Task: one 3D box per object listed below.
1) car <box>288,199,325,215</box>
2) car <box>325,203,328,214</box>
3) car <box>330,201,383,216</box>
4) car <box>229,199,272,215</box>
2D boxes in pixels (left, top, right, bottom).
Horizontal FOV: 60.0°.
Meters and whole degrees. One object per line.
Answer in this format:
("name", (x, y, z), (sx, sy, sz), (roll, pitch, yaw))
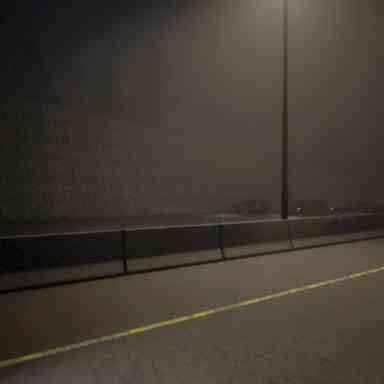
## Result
("car", (11.405, 1.470, 32.782), (4.892, 1.490, 1.837), (1, 0, -34))
("car", (14.910, 1.583, 30.907), (4.718, 1.301, 1.895), (0, 0, -34))
("car", (13.288, 1.481, 25.620), (4.902, 1.511, 2.128), (0, 0, -34))
("car", (5.921, 1.449, 33.323), (4.892, 1.490, 1.837), (1, 0, -34))
